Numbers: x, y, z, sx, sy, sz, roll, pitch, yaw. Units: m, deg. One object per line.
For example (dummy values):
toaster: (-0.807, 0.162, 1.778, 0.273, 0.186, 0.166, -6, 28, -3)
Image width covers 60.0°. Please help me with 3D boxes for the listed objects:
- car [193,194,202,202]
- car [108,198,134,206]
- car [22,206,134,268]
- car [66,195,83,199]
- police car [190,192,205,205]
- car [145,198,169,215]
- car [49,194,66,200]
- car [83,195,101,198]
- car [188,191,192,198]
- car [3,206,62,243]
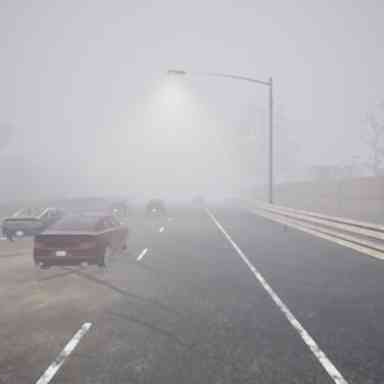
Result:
car: (1.050, 1.232, 70.846, 1.837, 1.490, 4.892, 0, 0, 0)
car: (-6.902, 1.376, 32.401, 1.837, 1.490, 4.892, 0, 0, 0)
car: (-3.400, 1.433, 11.105, 1.882, 1.535, 5.008, 0, 0, 0)
car: (-21.014, 1.324, 61.229, 1.994, 1.385, 4.181, 0, 0, 0)
police car: (1.050, 1.210, 54.955, 1.930, 1.638, 5.238, 0, 0, 0)
car: (-3.401, 1.376, 32.367, 1.837, 1.490, 4.892, 0, 0, 0)
car: (-24.511, 1.117, 61.211, 2.097, 1.767, 4.553, 0, 0, 0)
car: (-17.526, 1.270, 59.996, 1.837, 1.490, 4.892, 0, 0, 1)
car: (0.000, 1.064, 88.714, 2.033, 1.411, 5.357, 0, 0, 0)
car: (-6.900, 1.429, 15.736, 2.128, 1.511, 4.902, 0, 0, 0)
